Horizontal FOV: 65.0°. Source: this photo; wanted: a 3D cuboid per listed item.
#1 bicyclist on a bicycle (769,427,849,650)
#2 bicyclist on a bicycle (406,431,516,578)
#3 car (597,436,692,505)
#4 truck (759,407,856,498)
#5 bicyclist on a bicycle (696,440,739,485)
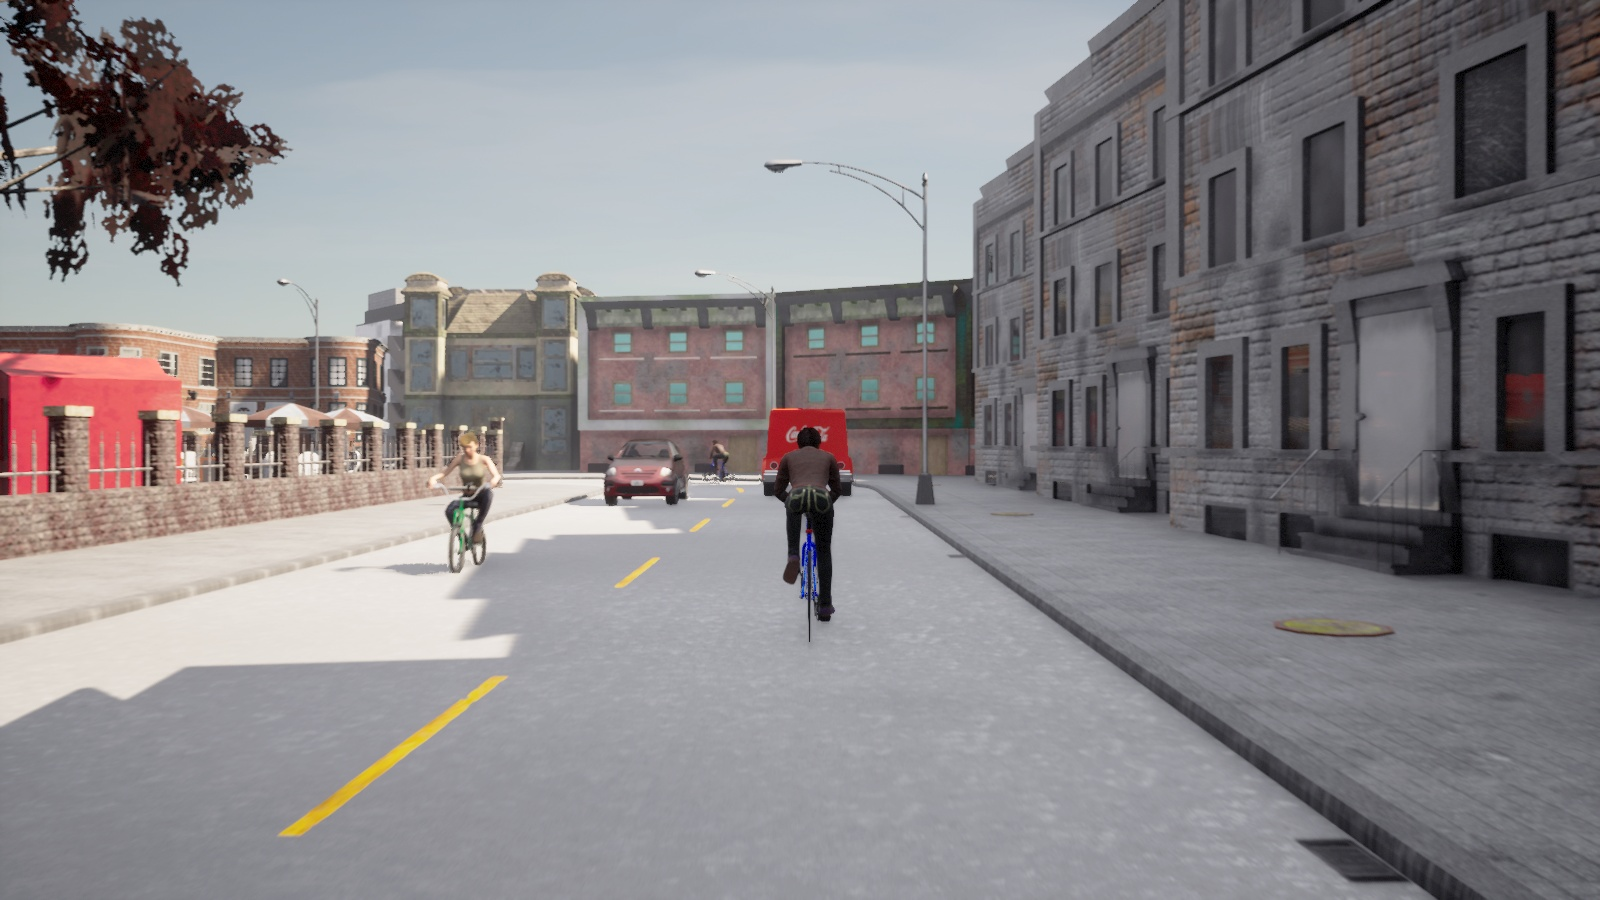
[{"bbox_3d":[0.071,0.643,9.942,0.582,1.620,1.656,0,0,0],"label":"bicyclist on a bicycle"},{"bbox_3d":[-3.902,0.598,14.591,0.866,1.612,1.509,0,0,0],"label":"bicyclist on a bicycle"},{"bbox_3d":[-3.799,0.466,31.228,1.851,1.617,3.988,0,0,0],"label":"car"},{"bbox_3d":[0.220,0.053,36.851,2.627,2.467,5.204,0,0,0],"label":"truck"},{"bbox_3d":[-3.027,0.440,45.927,0.582,1.620,1.656,-2,1,-44],"label":"bicyclist on a bicycle"}]
